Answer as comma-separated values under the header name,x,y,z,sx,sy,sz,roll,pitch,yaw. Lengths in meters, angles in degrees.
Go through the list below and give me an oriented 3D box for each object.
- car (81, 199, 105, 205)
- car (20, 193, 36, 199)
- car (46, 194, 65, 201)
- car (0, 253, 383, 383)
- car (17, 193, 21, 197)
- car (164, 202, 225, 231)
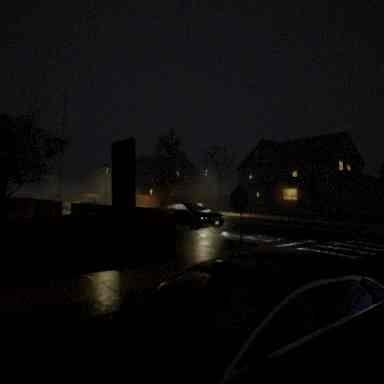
name,x,y,z,sx,sy,sz,roll,pitch,yaw
car,-10.073,1.368,33.770,1.994,1.385,4.181,-1,1,-36
car,-37.143,1.182,76.208,2.033,1.411,5.357,-1,0,-36
car,-19.161,0.883,46.535,1.812,1.442,4.674,-1,1,-36
car,0.570,1.480,3.359,4.902,1.511,2.128,0,0,-36
car,-43.236,1.025,84.662,1.812,1.442,4.674,-1,0,-36
car,-0.086,1.371,19.891,2.128,1.511,4.902,-1,1,-36
